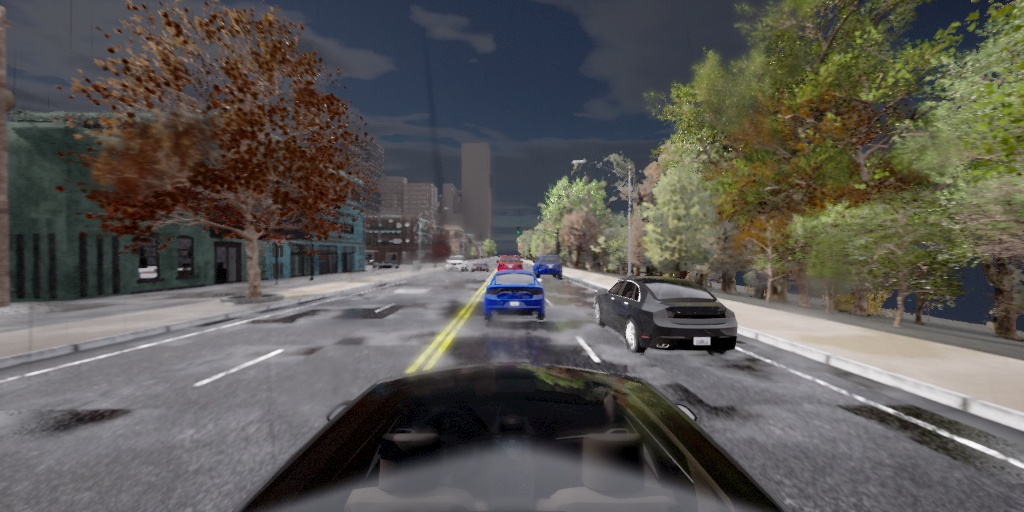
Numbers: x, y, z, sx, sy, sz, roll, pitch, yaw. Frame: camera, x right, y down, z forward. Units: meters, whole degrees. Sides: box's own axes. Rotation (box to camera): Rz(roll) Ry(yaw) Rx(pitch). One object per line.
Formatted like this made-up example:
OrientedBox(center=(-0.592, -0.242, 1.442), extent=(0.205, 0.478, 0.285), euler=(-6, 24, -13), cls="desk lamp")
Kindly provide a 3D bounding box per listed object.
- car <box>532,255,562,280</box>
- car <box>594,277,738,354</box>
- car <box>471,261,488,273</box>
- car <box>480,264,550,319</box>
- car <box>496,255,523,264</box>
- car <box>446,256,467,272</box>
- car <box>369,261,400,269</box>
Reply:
OrientedBox(center=(3.061, 0.967, 31.621), extent=(2.150, 2.045, 5.566), euler=(0, 0, -1), cls="car")
OrientedBox(center=(3.343, 1.254, 8.739), extent=(1.837, 1.490, 4.892), euler=(0, 0, 0), cls="car")
OrientedBox(center=(-3.806, 1.311, 43.670), extent=(1.994, 1.385, 4.181), euler=(0, 0, -1), cls="car")
OrientedBox(center=(0.074, 1.226, 12.801), extent=(1.882, 1.535, 5.008), euler=(0, 0, 0), cls="car")
OrientedBox(center=(-0.188, 0.967, 31.561), extent=(2.150, 2.045, 5.566), euler=(0, 0, -1), cls="car")
OrientedBox(center=(-7.081, 0.970, 46.297), extent=(2.150, 2.045, 5.566), euler=(0, 0, 0), cls="car")
OrientedBox(center=(-20.699, 1.564, 59.211), extent=(4.313, 1.339, 1.948), euler=(0, 0, -1), cls="car")
